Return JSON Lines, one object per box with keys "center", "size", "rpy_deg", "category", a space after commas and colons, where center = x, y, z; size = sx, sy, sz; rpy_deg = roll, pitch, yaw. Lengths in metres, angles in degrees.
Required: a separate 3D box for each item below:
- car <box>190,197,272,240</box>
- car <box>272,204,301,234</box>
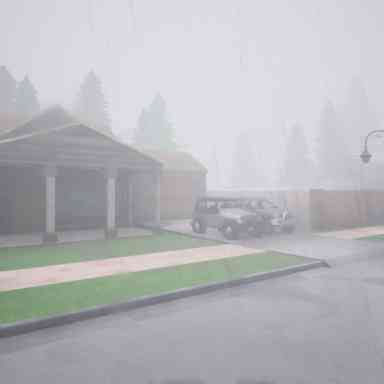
{"center": [1.575, 1.175, 15.957], "size": [1.905, 1.878, 3.866], "rpy_deg": [0, 0, -36], "category": "car"}
{"center": [3.394, 1.173, 17.735], "size": [1.932, 1.855, 4.605], "rpy_deg": [0, 0, -36], "category": "car"}
